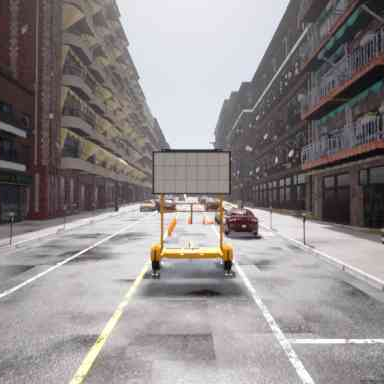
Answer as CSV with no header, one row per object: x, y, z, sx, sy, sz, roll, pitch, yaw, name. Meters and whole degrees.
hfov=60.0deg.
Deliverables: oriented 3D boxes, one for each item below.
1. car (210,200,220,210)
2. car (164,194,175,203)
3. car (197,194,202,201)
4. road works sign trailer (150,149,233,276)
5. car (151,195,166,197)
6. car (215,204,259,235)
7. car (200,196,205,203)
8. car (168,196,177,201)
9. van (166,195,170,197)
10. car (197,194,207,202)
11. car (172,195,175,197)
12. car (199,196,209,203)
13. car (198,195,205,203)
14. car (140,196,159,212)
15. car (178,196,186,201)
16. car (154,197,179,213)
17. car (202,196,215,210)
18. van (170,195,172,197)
2.583,1.555,24.412,1.752,1.417,4.829,1,0,0,car
-5.298,1.526,79.608,2.192,1.841,5.009,1,0,0,car
2.578,1.706,68.486,1.887,1.381,4.507,1,0,0,car
-0.011,0.473,10.382,2.380,3.560,2.880,0,0,0,road works sign trailer
-5.294,1.399,46.427,2.192,1.841,5.009,2,0,0,car
2.583,1.565,18.710,1.887,1.381,4.507,1,0,0,car
2.580,1.634,46.364,2.008,1.369,4.403,1,0,0,car
-5.306,1.830,90.669,1.947,1.339,4.313,1,0,0,car
-5.296,1.460,57.485,1.690,1.788,3.998,2,0,0,van
2.547,1.551,85.080,2.192,1.841,5.009,1,0,0,car
-5.298,1.501,74.078,2.192,1.841,5.009,1,0,0,car
2.587,1.626,74.018,1.967,1.590,4.097,1,0,0,car
2.579,1.684,62.956,1.887,1.381,4.507,1,0,0,car
-5.299,1.594,40.725,1.752,1.417,4.829,2,0,0,car
-2.758,1.784,89.548,1.812,1.442,4.674,0,0,0,car
-2.852,1.625,37.834,1.994,1.385,4.181,0,0,0,car
2.581,1.614,40.832,1.887,1.381,4.507,1,0,0,car
-5.297,1.481,63.017,1.690,1.788,3.998,1,0,0,van
